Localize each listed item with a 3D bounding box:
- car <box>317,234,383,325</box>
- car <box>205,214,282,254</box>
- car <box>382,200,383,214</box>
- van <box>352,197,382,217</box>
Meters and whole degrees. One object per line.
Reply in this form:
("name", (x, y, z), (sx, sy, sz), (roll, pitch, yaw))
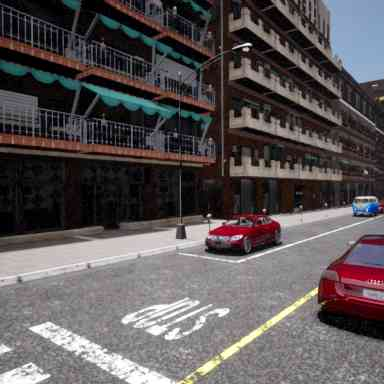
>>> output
("car", (4.086, 1.561, 6.723), (1.994, 1.385, 4.181), (0, 0, 39))
("car", (2.227, 1.573, 13.480), (1.802, 1.307, 4.206), (-1, -1, 39))
("car", (19.690, 1.567, 35.374), (1.802, 1.307, 4.206), (-1, -1, 39))
("van", (16.156, 1.327, 30.948), (1.690, 1.788, 3.998), (-1, -1, 39))
